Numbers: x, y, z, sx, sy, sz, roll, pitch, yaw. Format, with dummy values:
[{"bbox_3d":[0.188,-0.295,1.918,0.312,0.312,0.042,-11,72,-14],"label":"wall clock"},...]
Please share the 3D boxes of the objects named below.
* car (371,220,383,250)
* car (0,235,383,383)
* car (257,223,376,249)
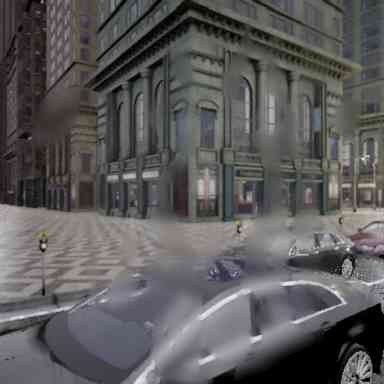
[{"bbox_3d":[6.870,1.637,11.531,4.206,1.307,1.802,0,0,-35],"label":"car"},{"bbox_3d":[-0.002,1.499,3.251,4.902,1.511,2.128,0,0,-35],"label":"car"},{"bbox_3d":[2.459,1.581,8.394,4.403,1.369,2.008,0,0,-35],"label":"car"}]
